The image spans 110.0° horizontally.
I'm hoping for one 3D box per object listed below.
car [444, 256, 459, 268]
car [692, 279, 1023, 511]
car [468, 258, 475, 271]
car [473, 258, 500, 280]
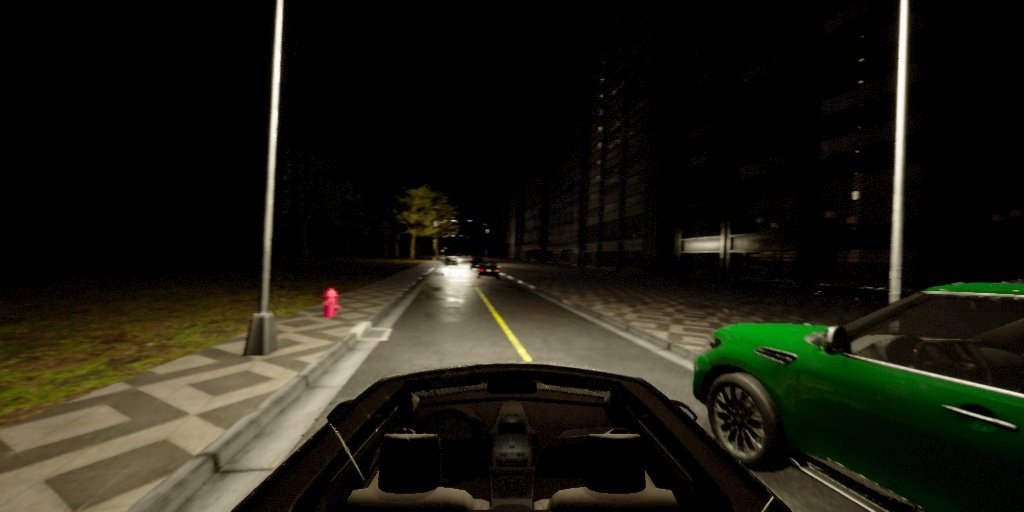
[{"bbox_3d":[-8.020,0.743,47.379,2.128,1.511,4.902,3,0,-10],"label":"car"},{"bbox_3d":[3.604,1.139,2.048,2.150,2.045,5.566,3,0,-10],"label":"car"},{"bbox_3d":[-4.171,0.955,42.712,1.837,1.490,4.892,3,1,-9],"label":"car"},{"bbox_3d":[-1.977,1.136,29.786,2.033,1.411,5.357,3,0,-5],"label":"car"}]
